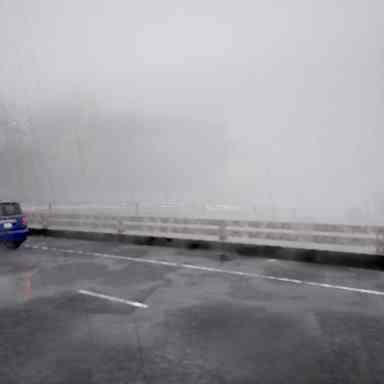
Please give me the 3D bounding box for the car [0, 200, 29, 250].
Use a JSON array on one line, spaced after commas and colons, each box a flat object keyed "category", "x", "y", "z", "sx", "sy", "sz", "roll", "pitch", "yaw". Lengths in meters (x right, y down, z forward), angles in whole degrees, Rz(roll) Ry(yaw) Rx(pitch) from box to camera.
[{"category": "car", "x": -9.163, "y": 1.357, "z": 13.603, "sx": 5.566, "sy": 2.045, "sz": 2.150, "roll": 0, "pitch": 0, "yaw": 28}]
